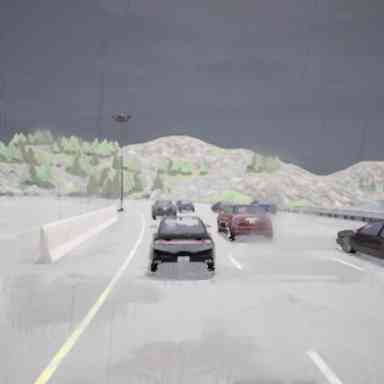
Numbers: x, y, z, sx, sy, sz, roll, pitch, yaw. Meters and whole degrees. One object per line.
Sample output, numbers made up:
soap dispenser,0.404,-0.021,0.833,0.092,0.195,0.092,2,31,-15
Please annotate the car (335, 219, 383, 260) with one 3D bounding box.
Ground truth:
car,6.659,1.568,10.621,2.033,1.411,5.357,0,0,-3

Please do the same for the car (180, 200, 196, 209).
car,-0.916,1.656,39.712,1.812,1.442,4.674,0,0,-12

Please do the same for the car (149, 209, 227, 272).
car,-0.365,1.528,10.991,2.128,1.511,4.902,0,0,-3

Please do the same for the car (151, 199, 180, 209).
car,-2.648,1.456,30.281,2.097,1.767,4.553,0,0,-10

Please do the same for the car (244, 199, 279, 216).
car,7.191,1.575,34.972,1.882,1.535,5.008,0,0,-10

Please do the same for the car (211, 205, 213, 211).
car,3.460,1.657,35.998,2.033,1.411,5.357,0,0,-11

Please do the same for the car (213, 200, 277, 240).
car,2.613,1.403,17.430,2.097,1.767,4.553,0,0,-5
